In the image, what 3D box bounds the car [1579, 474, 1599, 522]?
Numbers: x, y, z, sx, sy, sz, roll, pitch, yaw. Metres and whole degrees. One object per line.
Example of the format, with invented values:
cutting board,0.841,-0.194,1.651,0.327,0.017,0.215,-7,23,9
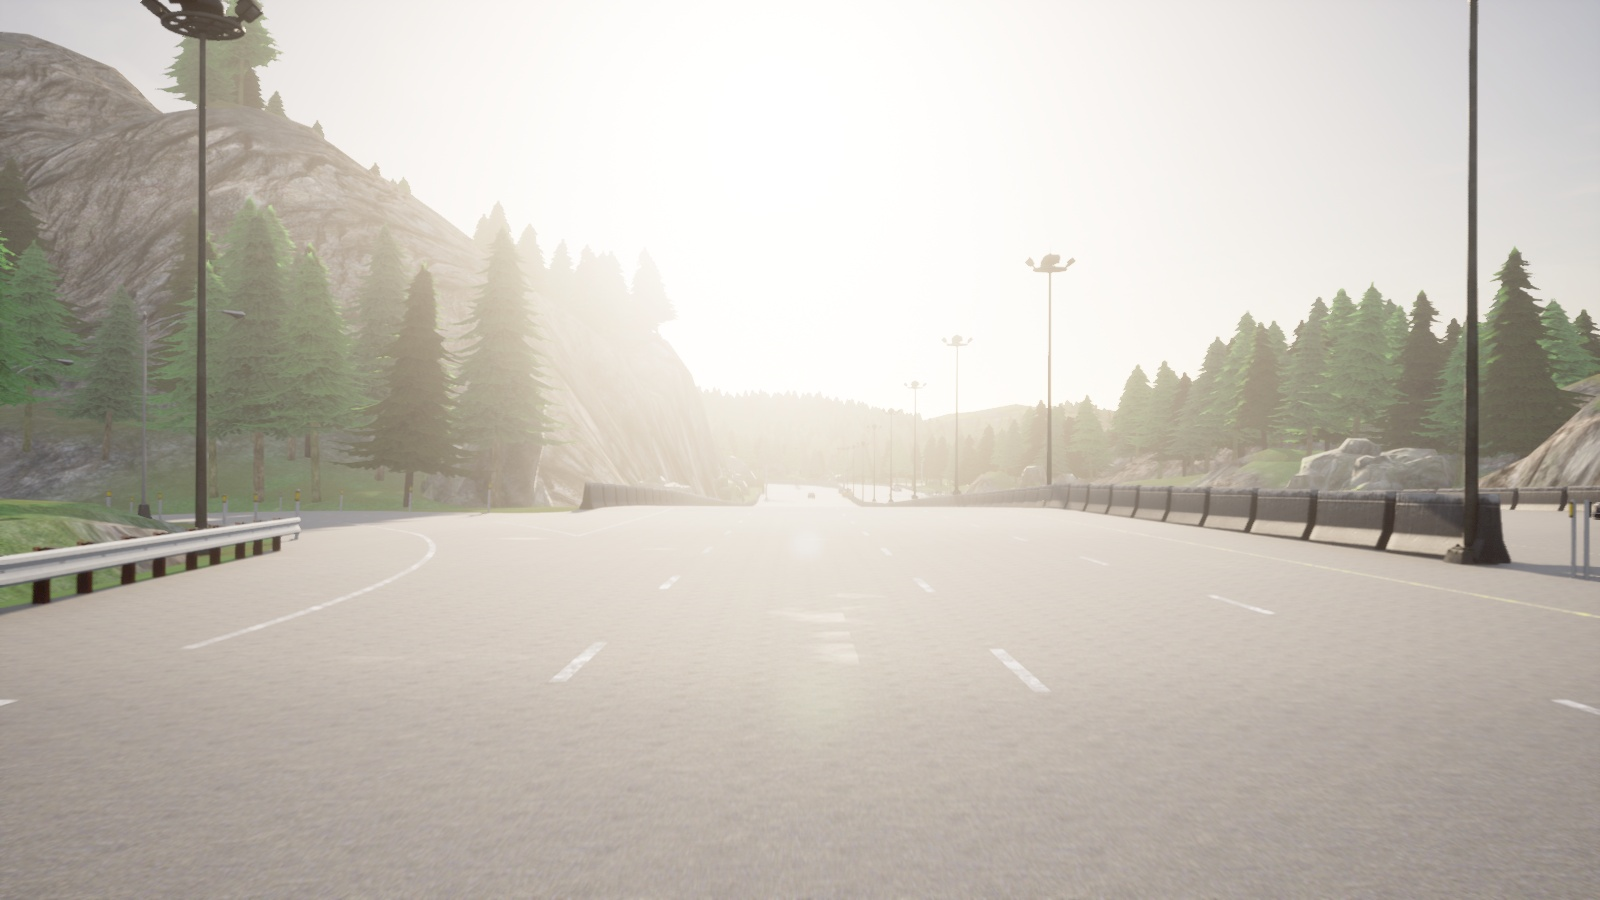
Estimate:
car,24.410,1.367,35.004,2.033,1.411,5.357,0,-1,0
